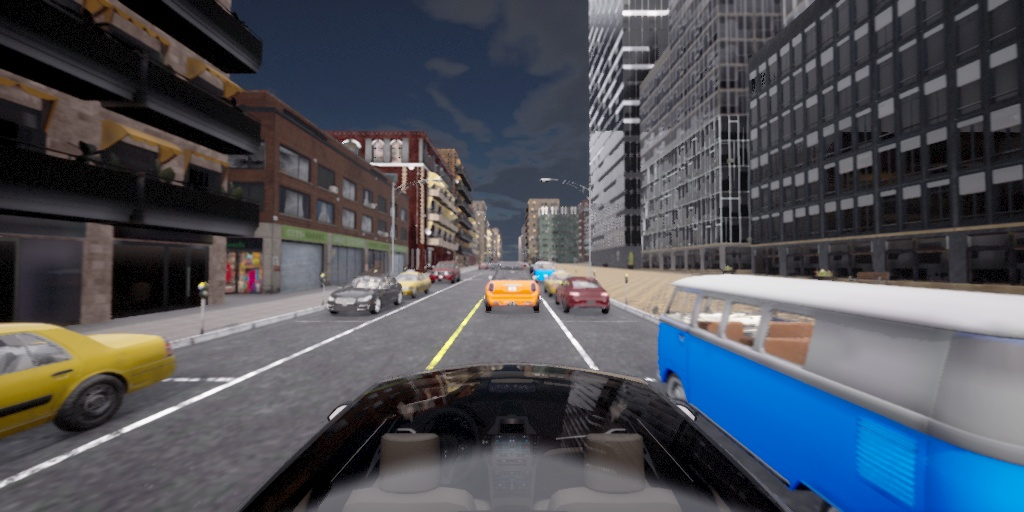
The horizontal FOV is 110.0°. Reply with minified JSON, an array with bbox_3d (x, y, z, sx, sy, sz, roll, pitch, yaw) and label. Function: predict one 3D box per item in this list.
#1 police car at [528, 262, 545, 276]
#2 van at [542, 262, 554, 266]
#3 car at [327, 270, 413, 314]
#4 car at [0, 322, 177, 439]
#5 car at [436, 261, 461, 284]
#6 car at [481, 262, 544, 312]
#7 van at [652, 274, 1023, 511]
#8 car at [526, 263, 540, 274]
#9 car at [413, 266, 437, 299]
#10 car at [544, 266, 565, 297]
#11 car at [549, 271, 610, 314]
[{"bbox_3d":[3.165,1.663,47.219,1.930,1.638,5.238,0,-1,0],"label":"police car"},{"bbox_3d":[2.711,1.404,31.045,1.690,1.789,3.998,0,0,0],"label":"van"},{"bbox_3d":[-5.680,1.435,14.342,2.007,1.370,4.403,0,0,0],"label":"car"},{"bbox_3d":[-5.688,1.292,3.035,1.751,1.417,4.829,0,0,0],"label":"car"},{"bbox_3d":[-5.669,1.378,31.051,2.192,1.841,5.009,0,0,0],"label":"car"},{"bbox_3d":[0.030,1.246,15.279,2.097,1.767,4.553,0,-1,0],"label":"car"},{"bbox_3d":[2.693,1.107,3.198,1.690,1.789,3.998,0,0,0],"label":"van"},{"bbox_3d":[3.181,1.818,54.109,1.837,1.490,4.892,0,-1,0],"label":"car"},{"bbox_3d":[-5.677,1.469,19.743,1.751,1.417,4.829,0,0,0],"label":"car"},{"bbox_3d":[2.704,1.469,20.075,1.751,1.417,4.829,0,0,0],"label":"car"},{"bbox_3d":[2.700,1.466,14.336,1.802,1.307,4.207,0,0,0],"label":"car"}]
